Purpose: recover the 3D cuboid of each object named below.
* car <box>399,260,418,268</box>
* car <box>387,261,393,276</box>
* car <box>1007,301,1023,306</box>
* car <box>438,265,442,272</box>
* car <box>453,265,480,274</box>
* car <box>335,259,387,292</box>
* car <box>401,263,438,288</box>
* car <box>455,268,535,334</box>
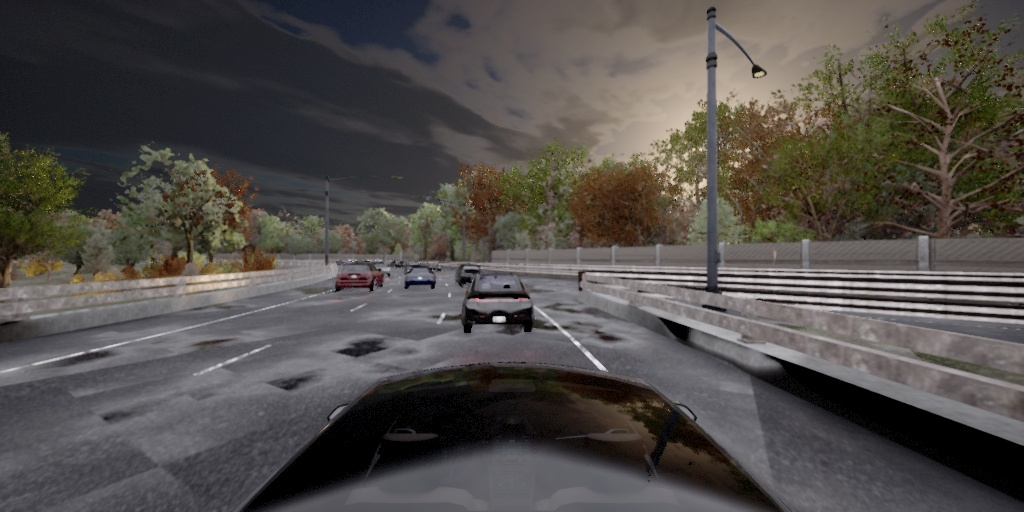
[{"bbox_3d":[-11.518,1.427,41.463,2.128,1.511,4.902,0,0,-21],"label":"car"},{"bbox_3d":[-14.685,1.532,40.061,1.895,1.301,4.718,0,0,-21],"label":"car"},{"bbox_3d":[17.049,1.309,9.472,4.674,1.442,1.812,0,0,43],"label":"car"},{"bbox_3d":[-11.167,1.573,49.353,1.895,1.301,4.718,0,0,-26],"label":"car"},{"bbox_3d":[-3.267,1.374,27.074,1.837,1.490,4.892,0,0,-13],"label":"car"},{"bbox_3d":[-9.337,1.200,22.295,2.097,1.767,4.553,0,0,-12],"label":"car"},{"bbox_3d":[-6.368,1.419,24.991,1.994,1.385,4.181,0,0,-13],"label":"car"},{"bbox_3d":[-0.479,1.283,10.830,2.128,1.511,4.902,0,0,-4],"label":"car"}]
